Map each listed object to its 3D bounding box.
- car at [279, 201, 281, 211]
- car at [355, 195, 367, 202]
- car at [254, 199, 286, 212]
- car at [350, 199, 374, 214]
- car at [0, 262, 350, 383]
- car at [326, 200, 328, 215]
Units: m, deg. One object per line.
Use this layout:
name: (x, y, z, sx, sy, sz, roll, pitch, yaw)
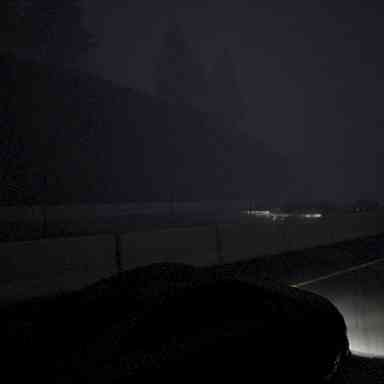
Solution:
car: (10.859, 1.501, 36.948, 2.128, 1.511, 4.902, 0, 0, 44)
car: (35.551, 1.274, 69.808, 1.895, 1.301, 4.718, 0, 0, 30)
car: (9.561, 1.579, 40.660, 1.994, 1.385, 4.181, 0, 0, 43)
car: (17.609, 1.502, 33.898, 1.837, 1.490, 4.892, 0, 0, 43)
car: (-0.005, 1.567, 3.890, 4.181, 1.385, 1.994, 0, 0, -36)
car: (13.514, 1.568, 34.657, 1.994, 1.385, 4.181, 0, 0, 44)
